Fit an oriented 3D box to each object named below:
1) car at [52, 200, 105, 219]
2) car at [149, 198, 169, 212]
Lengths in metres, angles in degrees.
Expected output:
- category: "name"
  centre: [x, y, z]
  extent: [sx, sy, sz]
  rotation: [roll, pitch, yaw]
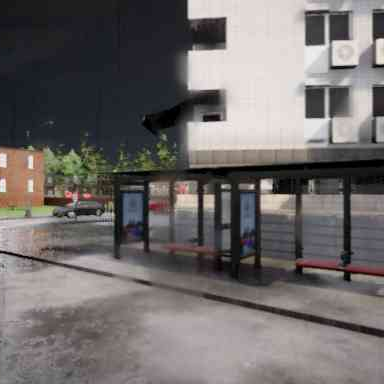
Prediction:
- category: "car"
  centre: [-10.124, 1.518, 29.932]
  extent: [1.837, 1.490, 4.892]
  rotation: [0, 0, 35]
- category: "car"
  centre: [-4.644, 1.491, 37.620]
  extent: [1.882, 1.535, 5.008]
  rotation: [0, 0, 36]
